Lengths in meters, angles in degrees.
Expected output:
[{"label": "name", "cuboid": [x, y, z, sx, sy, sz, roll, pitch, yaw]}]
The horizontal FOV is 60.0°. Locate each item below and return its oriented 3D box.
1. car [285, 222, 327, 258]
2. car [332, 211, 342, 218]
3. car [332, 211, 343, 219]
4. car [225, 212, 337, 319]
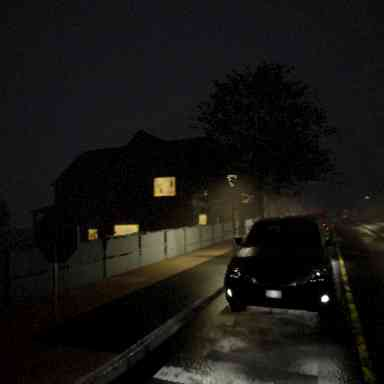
[{"label": "car", "cuboid": [6.298, 2.452, 17.997, 1.837, 1.490, 4.892, -3, -4, 22]}, {"label": "car", "cuboid": [34.813, 5.445, 80.105, 2.033, 1.411, 5.357, -3, -4, 22]}, {"label": "car", "cuboid": [30.875, 4.878, 70.502, 2.128, 1.511, 4.902, -3, -4, 22]}, {"label": "car", "cuboid": [2.556, 1.706, 8.877, 2.150, 2.045, 5.566, -3, -4, 22]}]
